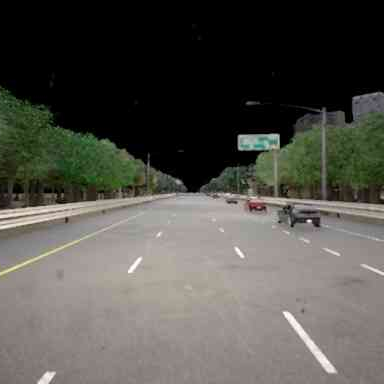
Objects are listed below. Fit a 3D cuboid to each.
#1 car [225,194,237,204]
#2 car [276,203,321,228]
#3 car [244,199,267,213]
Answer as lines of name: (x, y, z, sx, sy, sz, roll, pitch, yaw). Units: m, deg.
car: (7.161, 1.557, 61.907, 1.895, 1.301, 4.718, 0, 0, 0)
car: (7.019, 1.504, 22.293, 1.837, 1.490, 4.892, 0, 0, 0)
car: (7.064, 1.480, 37.483, 1.882, 1.535, 5.008, 0, 0, 0)
